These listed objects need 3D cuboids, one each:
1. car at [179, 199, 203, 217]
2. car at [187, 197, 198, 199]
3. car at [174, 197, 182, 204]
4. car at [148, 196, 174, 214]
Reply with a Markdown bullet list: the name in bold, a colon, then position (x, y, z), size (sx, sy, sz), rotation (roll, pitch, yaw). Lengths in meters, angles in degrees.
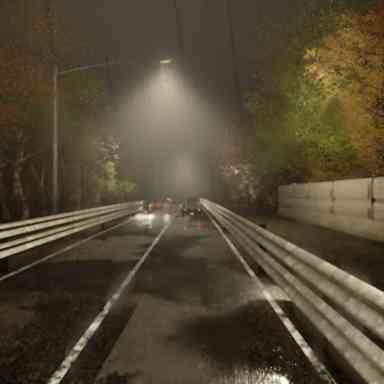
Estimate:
- **car**: position (0.025, 1.583, 30.717), size (1.895, 1.301, 4.718), rotation (0, 0, 0)
- **car**: position (0.063, 1.446, 44.928), size (2.097, 1.767, 4.553), rotation (0, 0, 0)
- **car**: position (-3.239, 1.946, 75.904), size (1.812, 1.442, 4.674), rotation (0, -1, 0)
- **car**: position (-3.340, 1.358, 35.006), size (2.097, 1.767, 4.553), rotation (0, 0, 0)
